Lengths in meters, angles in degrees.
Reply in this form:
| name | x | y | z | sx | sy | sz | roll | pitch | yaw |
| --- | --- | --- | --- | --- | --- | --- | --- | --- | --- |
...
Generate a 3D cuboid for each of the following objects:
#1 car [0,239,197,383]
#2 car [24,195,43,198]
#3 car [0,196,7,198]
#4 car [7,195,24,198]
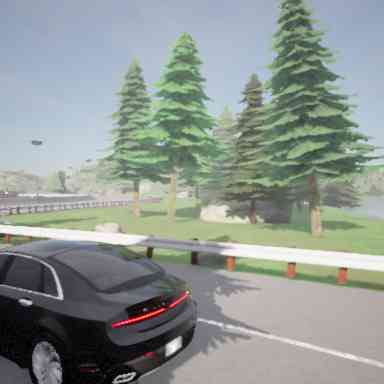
| name | x | y | z | sx | sy | sz | roll | pitch | yaw |
| --- | --- | --- | --- | --- | --- | --- | --- | --- | --- |
| car | -2.252 | 1.499 | 5.091 | 4.892 | 1.490 | 1.837 | 0 | 0 | 33 |
| car | -33.723 | 1.455 | 72.234 | 1.812 | 1.442 | 4.674 | 0 | 0 | 7 |
| car | -40.884 | 1.502 | 71.619 | 1.994 | 1.385 | 4.181 | 0 | 0 | 11 |
| car | -37.204 | 1.464 | 72.595 | 2.128 | 1.511 | 4.902 | 0 | 0 | 7 |
